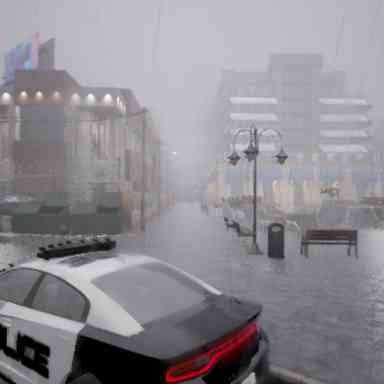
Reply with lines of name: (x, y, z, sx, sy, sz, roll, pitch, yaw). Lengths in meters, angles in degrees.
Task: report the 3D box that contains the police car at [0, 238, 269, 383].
police car: (-1.610, 1.471, 4.438, 5.238, 1.638, 1.930, 0, -1, 35)
